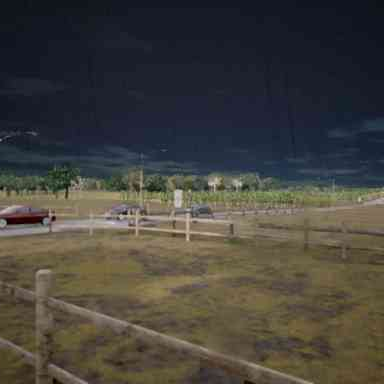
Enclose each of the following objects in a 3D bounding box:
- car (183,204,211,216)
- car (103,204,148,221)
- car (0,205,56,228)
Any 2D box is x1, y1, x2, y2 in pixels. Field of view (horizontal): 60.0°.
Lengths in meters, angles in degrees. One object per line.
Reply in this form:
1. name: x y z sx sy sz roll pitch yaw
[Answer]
1. car: 0.758 2.241 42.934 2.128 1.511 4.902 1 -1 35
2. car: -6.463 1.953 32.714 1.837 1.490 4.892 1 -1 35
3. car: -12.478 1.700 24.245 1.882 1.535 5.008 1 -1 36
